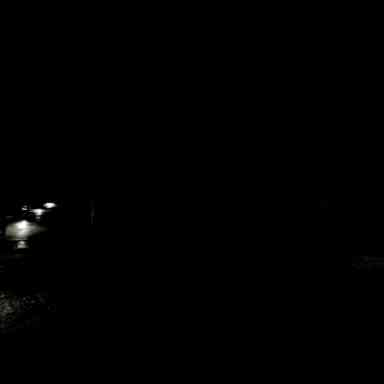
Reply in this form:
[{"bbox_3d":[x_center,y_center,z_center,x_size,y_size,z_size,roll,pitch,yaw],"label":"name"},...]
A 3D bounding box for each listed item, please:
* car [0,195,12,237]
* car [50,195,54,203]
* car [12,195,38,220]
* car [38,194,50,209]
[{"bbox_3d":[-8.693,1.102,12.916,2.097,1.767,4.553,2,0,-20],"label":"car"},{"bbox_3d":[-22.414,1.017,51.522,1.895,1.301,4.718,2,0,-19],"label":"car"},{"bbox_3d":[-12.521,1.004,23.612,2.097,1.767,4.553,2,0,-20],"label":"car"},{"bbox_3d":[-17.166,1.085,36.590,2.033,1.411,5.357,2,0,-20],"label":"car"}]
